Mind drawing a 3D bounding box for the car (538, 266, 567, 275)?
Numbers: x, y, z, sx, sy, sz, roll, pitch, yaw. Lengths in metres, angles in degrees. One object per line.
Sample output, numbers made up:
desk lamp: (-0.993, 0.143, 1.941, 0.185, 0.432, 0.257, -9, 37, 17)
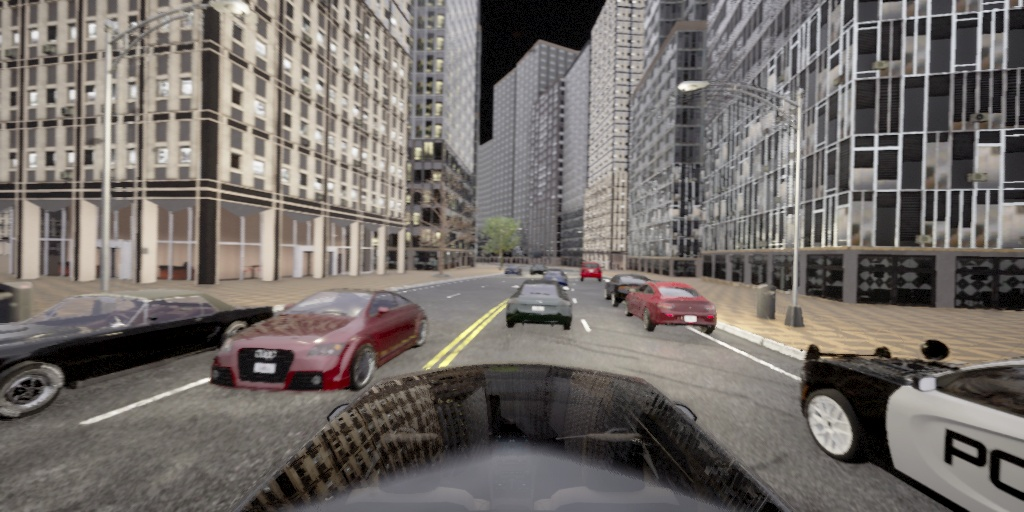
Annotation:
car: (3.532, 1.780, 29.354, 1.994, 1.385, 4.181, 1, -1, 11)

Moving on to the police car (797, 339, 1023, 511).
police car: (4.124, 1.282, 2.190, 1.930, 1.638, 5.238, 1, -1, 4)

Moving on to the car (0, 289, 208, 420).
car: (-6.400, 1.250, 5.803, 1.895, 1.301, 4.718, 1, -1, 5)

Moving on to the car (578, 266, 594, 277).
car: (10.798, 2.214, 52.612, 1.837, 1.490, 4.892, 1, -1, 7)

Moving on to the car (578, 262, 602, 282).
car: (8.548, 1.697, 38.852, 2.150, 2.045, 5.566, 1, -1, 11)

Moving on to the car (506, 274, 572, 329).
car: (0.949, 1.480, 12.070, 1.994, 1.385, 4.181, 1, -1, 6)

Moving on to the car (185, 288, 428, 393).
car: (-3.048, 1.307, 6.670, 1.994, 1.385, 4.181, 1, -1, 5)

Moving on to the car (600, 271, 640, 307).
car: (5.721, 1.592, 17.599, 1.882, 1.535, 5.008, 1, -1, 8)

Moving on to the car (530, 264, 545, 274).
car: (3.635, 1.826, 48.853, 2.097, 1.767, 4.553, 1, -1, 9)

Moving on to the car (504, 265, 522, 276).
car: (0.241, 1.924, 48.094, 2.033, 1.411, 5.357, 1, -1, 10)

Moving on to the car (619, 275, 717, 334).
car: (4.995, 1.540, 11.791, 1.812, 1.442, 4.674, 1, -1, 6)
